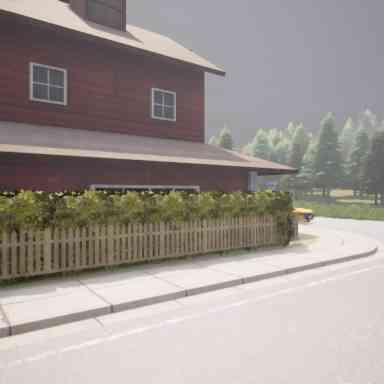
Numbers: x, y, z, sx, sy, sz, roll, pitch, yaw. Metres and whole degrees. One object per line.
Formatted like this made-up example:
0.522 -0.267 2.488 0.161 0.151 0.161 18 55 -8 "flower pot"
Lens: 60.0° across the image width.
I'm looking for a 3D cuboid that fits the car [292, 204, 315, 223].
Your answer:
6.204 1.338 23.543 1.882 1.535 5.008 0 0 -35 "car"
